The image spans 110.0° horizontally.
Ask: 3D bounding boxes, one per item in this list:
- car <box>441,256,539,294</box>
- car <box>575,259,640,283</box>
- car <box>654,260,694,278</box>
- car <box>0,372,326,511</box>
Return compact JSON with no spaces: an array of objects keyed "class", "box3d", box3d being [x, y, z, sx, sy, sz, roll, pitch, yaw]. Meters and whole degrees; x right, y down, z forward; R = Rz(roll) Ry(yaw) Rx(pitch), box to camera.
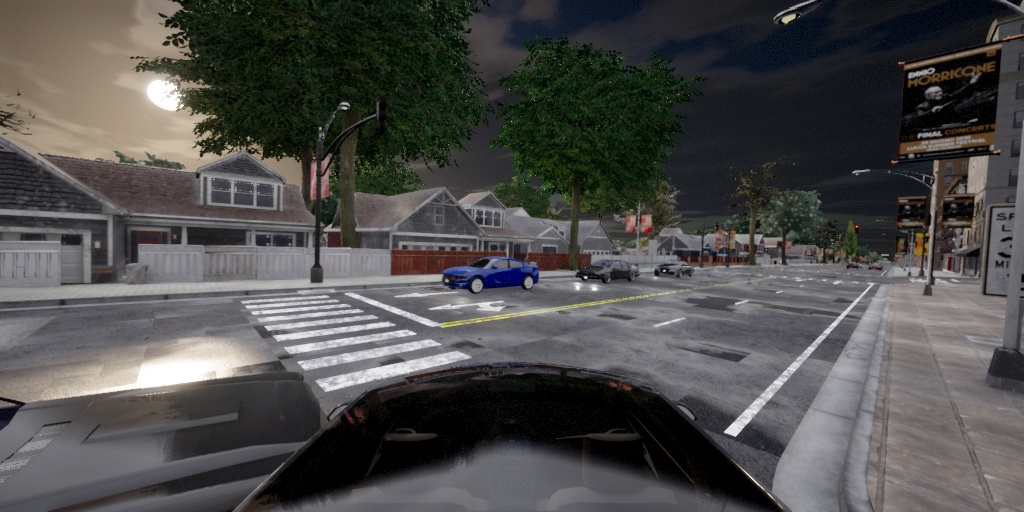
[{"class":"car","box3d":[-0.877,0.779,16.619,5.008,1.535,1.882,1,2,-43]},{"class":"car","box3d":[6.398,0.928,23.424,5.357,1.411,2.033,1,2,-43]},{"class":"car","box3d":[13.706,1.027,30.229,4.181,1.385,1.994,1,2,-43]},{"class":"car","box3d":[-3.318,1.273,1.472,4.718,1.301,1.895,1,2,-33]}]
